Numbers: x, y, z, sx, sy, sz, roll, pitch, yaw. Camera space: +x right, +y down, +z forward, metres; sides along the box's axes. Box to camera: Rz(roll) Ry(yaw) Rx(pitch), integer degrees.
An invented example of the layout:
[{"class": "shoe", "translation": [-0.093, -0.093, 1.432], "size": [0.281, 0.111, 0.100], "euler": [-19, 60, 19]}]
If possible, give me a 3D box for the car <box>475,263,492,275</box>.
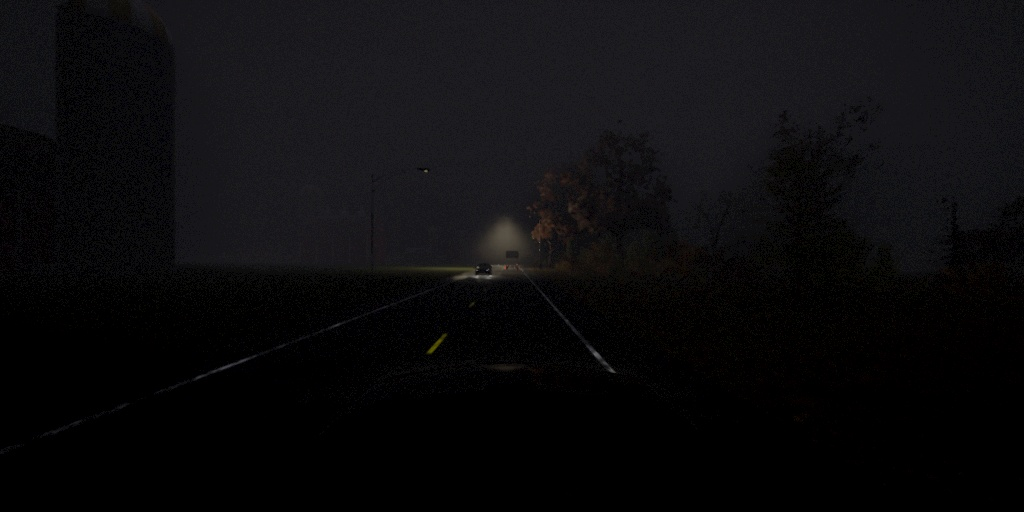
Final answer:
[{"class": "car", "translation": [-3.575, 1.633, 45.341], "size": [1.837, 1.490, 4.892], "euler": [0, 0, 0]}]
